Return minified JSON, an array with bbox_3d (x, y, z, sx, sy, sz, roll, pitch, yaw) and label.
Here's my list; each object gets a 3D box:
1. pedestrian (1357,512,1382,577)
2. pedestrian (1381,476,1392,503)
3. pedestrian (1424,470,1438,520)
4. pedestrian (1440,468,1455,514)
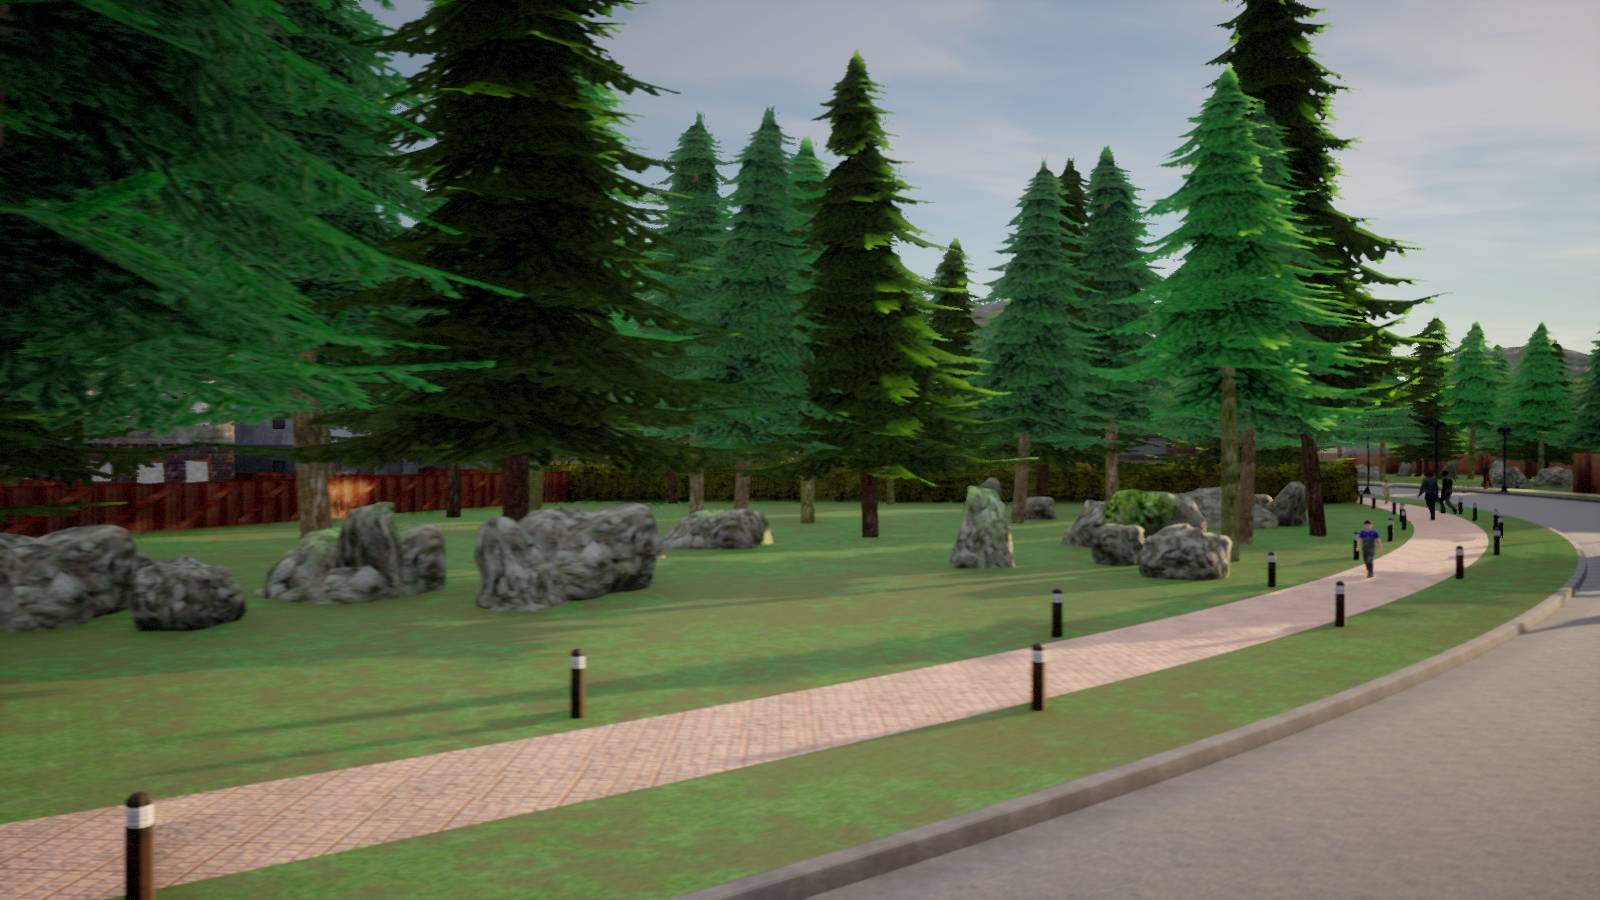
[{"bbox_3d":[11.796,1.944,23.658,0.375,1.300,0.375,0,0,42],"label":"pedestrian"},{"bbox_3d":[28.656,1.944,55.839,0.375,1.300,0.375,0,0,9],"label":"pedestrian"},{"bbox_3d":[23.426,1.663,42.425,0.375,1.860,0.375,0,0,17],"label":"pedestrian"},{"bbox_3d":[26.375,1.664,46.528,0.375,1.860,0.375,0,0,-18],"label":"pedestrian"}]
